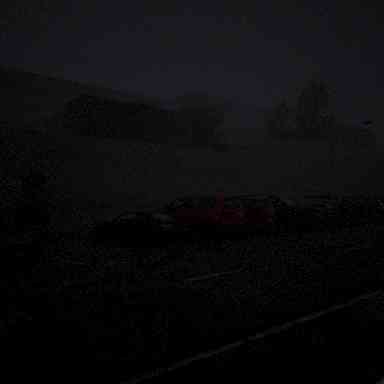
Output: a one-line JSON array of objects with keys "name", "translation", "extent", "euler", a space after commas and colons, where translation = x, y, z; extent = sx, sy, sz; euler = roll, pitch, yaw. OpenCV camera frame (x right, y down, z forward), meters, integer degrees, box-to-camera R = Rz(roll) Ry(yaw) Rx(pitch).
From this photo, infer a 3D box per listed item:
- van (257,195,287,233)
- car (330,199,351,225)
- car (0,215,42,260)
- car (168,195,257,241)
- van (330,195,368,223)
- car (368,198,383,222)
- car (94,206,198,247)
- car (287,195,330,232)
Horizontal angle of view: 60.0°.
[{"name": "van", "translation": [2.608, 1.226, 18.328], "extent": [4.442, 1.987, 1.878], "euler": [-1, -1, 35]}, {"name": "car", "translation": [7.374, 1.420, 21.845], "extent": [4.892, 1.521, 2.231], "euler": [-1, 0, 35]}, {"name": "car", "translation": [-7.186, 1.525, 11.446], "extent": [4.792, 1.488, 2.163], "euler": [-1, -1, 35]}, {"name": "car", "translation": [0.051, 1.219, 16.672], "extent": [5.566, 2.045, 2.435], "euler": [-1, 0, 35]}, {"name": "van", "translation": [9.699, 1.178, 23.646], "extent": [4.442, 1.987, 1.878], "euler": [-1, 0, 35]}, {"name": "car", "translation": [12.252, 1.259, 25.293], "extent": [4.553, 1.767, 2.185], "euler": [-1, 0, 34]}, {"name": "car", "translation": [-2.348, 1.521, 14.921], "extent": [4.674, 1.452, 2.002], "euler": [-1, 0, 35]}, {"name": "car", "translation": [4.964, 1.185, 20.109], "extent": [5.566, 2.045, 2.435], "euler": [-1, -1, 35]}]
